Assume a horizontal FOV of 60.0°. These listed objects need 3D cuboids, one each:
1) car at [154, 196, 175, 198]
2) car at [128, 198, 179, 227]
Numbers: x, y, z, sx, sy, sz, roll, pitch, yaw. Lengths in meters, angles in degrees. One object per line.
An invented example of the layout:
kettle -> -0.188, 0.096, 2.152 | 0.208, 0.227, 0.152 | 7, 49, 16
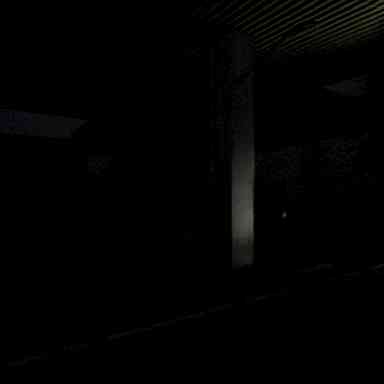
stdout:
car -> -2.005, 1.322, 30.594 | 3.866, 1.878, 1.905 | 0, 0, -36
car -> -2.203, 1.486, 23.464 | 4.611, 1.667, 2.242 | 0, 0, -36
